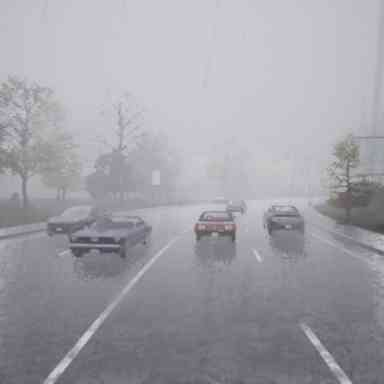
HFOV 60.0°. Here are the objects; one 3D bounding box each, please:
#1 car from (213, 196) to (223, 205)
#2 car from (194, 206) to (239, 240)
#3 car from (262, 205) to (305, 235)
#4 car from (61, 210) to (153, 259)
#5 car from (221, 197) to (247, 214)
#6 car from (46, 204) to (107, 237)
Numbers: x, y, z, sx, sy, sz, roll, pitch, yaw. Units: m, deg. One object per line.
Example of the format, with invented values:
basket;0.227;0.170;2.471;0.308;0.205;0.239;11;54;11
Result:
car;5.162;1.507;58.656;1.812;1.442;4.674;0;0;23
car;1.299;1.598;16.972;1.895;1.301;4.718;0;0;7
car;5.100;1.501;18.901;2.128;1.511;4.902;0;0;8
car;-2.886;1.586;12.767;1.895;1.301;4.718;0;0;6
car;4.739;1.548;35.172;2.033;1.411;5.357;0;0;14
car;-5.828;1.449;17.825;1.882;1.535;5.008;0;0;7
